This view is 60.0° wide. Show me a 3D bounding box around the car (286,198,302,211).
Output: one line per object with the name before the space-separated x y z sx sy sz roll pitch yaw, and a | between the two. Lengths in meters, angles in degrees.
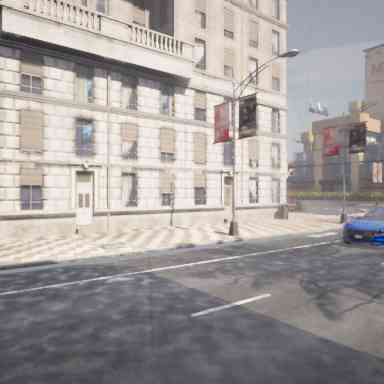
car | 10.564 1.352 40.773 2.097 1.767 4.553 0 0 -36

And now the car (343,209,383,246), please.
car | 8.542 1.477 14.509 5.008 1.535 1.882 0 0 -36

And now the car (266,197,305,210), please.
car | 12.322 1.505 44.295 1.837 1.490 4.892 0 0 -36
